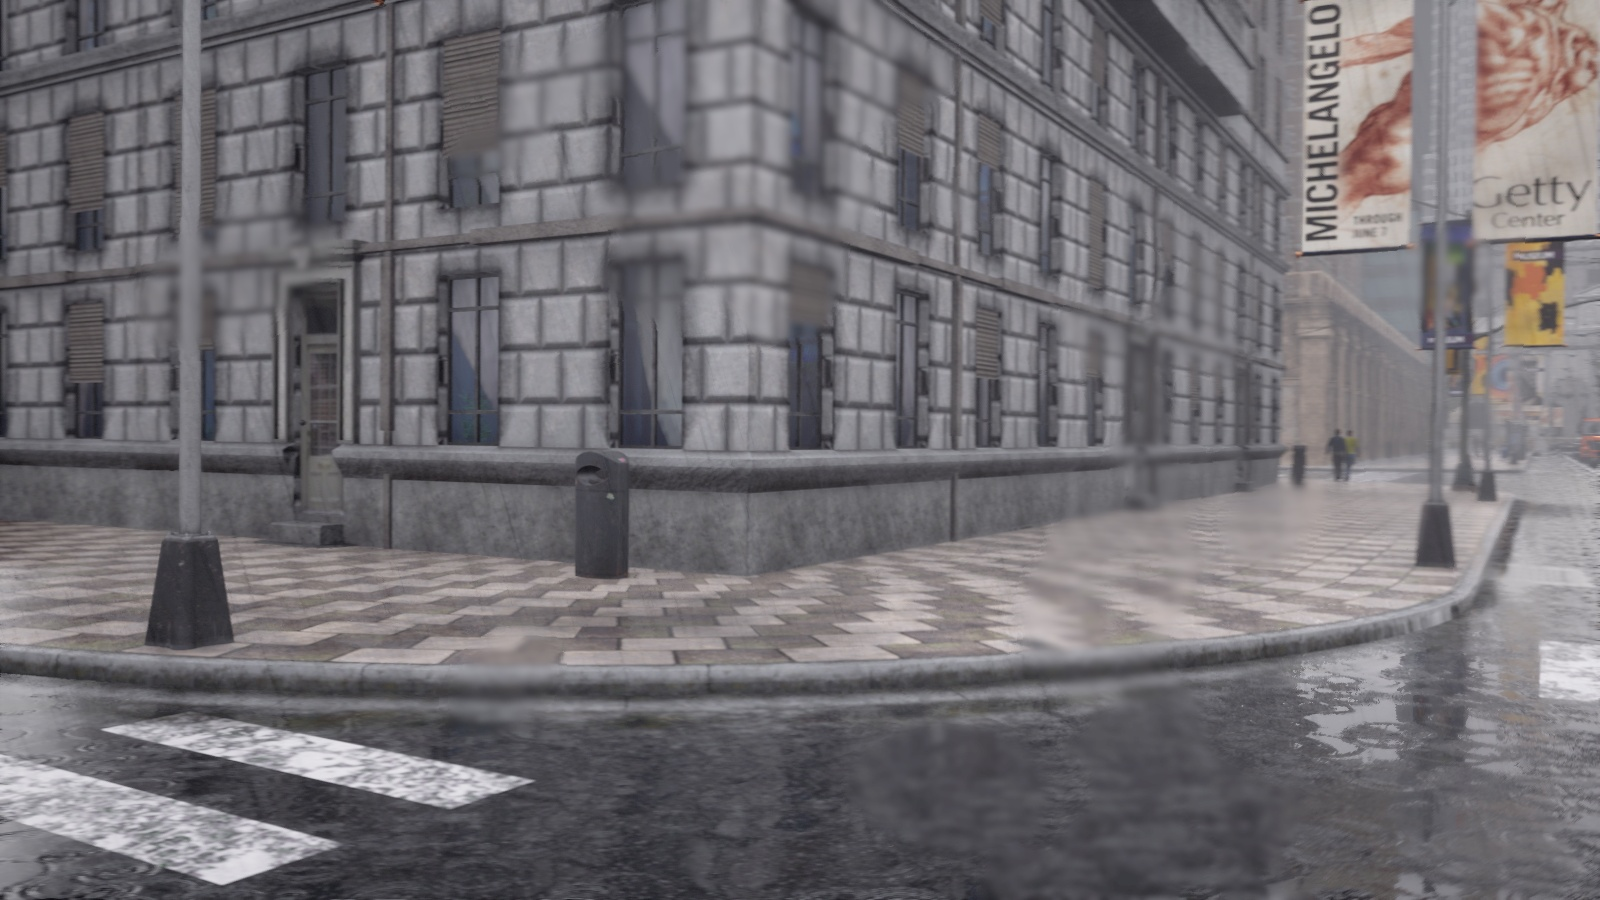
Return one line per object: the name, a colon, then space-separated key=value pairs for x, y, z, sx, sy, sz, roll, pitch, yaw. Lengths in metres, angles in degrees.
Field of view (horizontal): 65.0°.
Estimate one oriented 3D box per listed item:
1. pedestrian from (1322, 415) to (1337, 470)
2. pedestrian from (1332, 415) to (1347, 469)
pedestrian: x=17.877 y=-0.254 z=42.396 sx=0.370 sy=1.835 sz=0.726 roll=0 pitch=1 yaw=28
pedestrian: x=18.545 y=-0.284 z=43.191 sx=0.354 sy=1.836 sz=0.706 roll=0 pitch=1 yaw=33
